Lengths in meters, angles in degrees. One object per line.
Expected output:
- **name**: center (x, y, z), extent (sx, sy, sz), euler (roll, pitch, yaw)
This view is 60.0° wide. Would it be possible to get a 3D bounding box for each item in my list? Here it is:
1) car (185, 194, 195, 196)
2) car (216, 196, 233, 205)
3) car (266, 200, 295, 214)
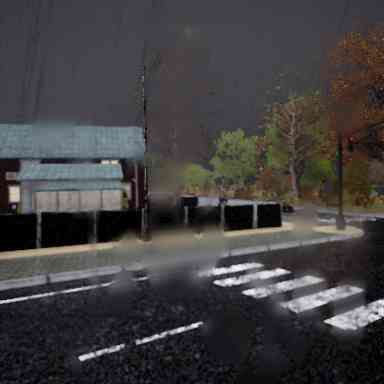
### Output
- **car**: center (-0.317, 1.163, 66.172), extent (1.837, 1.490, 4.892), euler (-2, 1, -15)
- **car**: center (4.578, 1.267, 47.195), extent (2.128, 1.511, 4.902), euler (-2, 1, -15)
- **car**: center (8.333, 1.455, 32.927), extent (1.994, 1.385, 4.181), euler (-2, 1, -15)
